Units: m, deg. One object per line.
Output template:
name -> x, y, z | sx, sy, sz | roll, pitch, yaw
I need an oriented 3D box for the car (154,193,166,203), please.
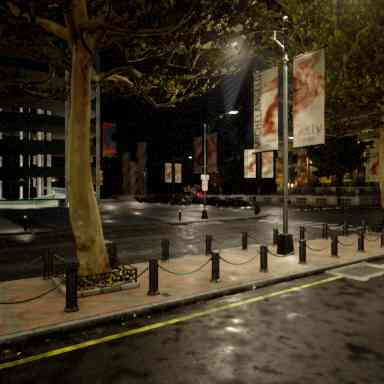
car -> -5.758, 1.221, 67.985 | 5.566, 2.045, 2.150 | 0, 0, 45

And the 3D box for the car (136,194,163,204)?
car -> -8.775, 1.547, 65.828 | 5.357, 1.411, 2.033 | 0, 0, 43

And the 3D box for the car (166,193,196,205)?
car -> -1.967, 1.352, 57.725 | 2.097, 1.767, 4.553 | 0, 0, -37

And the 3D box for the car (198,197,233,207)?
car -> 3.472, 1.478, 50.210 | 1.882, 1.535, 5.008 | 0, 0, -35

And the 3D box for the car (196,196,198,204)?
car -> 0.951, 1.526, 59.689 | 1.812, 1.442, 4.674 | 0, 0, -36

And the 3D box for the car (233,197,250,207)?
car -> 6.530, 1.547, 51.960 | 2.033, 1.411, 5.357 | 0, 0, -35
